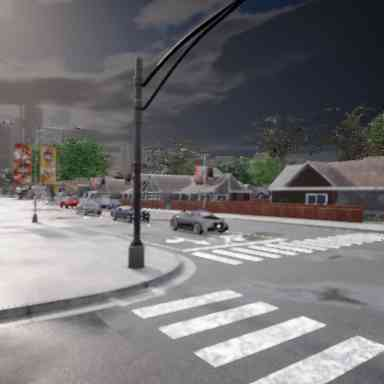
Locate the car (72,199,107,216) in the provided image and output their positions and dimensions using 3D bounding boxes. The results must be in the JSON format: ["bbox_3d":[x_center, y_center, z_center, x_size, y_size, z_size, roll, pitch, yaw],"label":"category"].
[{"bbox_3d":[-11.784,1.879,37.886,1.837,1.490,4.892,1,-1,-35],"label":"car"}]

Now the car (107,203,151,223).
[{"bbox_3d":[-5.360,1.908,28.830,1.895,1.301,4.718,1,-1,-35],"label":"car"}]

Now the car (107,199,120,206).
[{"bbox_3d":[-12.235,1.864,49.895,2.097,1.767,4.553,1,-1,-35],"label":"car"}]

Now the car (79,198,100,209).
[{"bbox_3d":[-17.767,1.918,57.662,2.097,1.767,4.553,1,-1,-35],"label":"car"}]

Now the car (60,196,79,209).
[{"bbox_3d":[-20.449,1.748,55.829,2.150,2.045,5.566,1,-1,-35],"label":"car"}]

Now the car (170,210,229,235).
[{"bbox_3d":[0.381,1.810,20.762,1.994,1.385,4.181,1,-1,-36],"label":"car"}]
